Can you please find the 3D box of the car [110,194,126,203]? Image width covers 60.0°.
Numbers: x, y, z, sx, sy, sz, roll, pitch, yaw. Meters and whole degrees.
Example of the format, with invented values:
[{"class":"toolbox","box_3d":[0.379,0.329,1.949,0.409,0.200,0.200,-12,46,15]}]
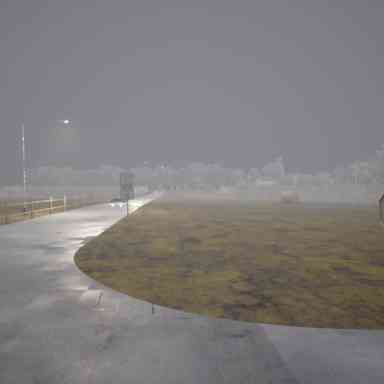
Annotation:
[{"class":"car","box_3d":[-11.416,1.004,51.839,1.994,1.385,4.181,-1,0,-4]}]
